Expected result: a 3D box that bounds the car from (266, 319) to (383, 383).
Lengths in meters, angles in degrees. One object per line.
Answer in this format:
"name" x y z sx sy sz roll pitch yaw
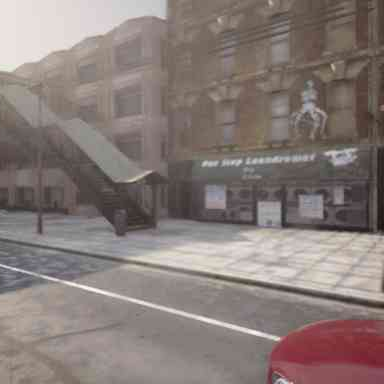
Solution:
"car" 2.768 1.526 2.013 4.674 1.442 1.812 0 0 36
